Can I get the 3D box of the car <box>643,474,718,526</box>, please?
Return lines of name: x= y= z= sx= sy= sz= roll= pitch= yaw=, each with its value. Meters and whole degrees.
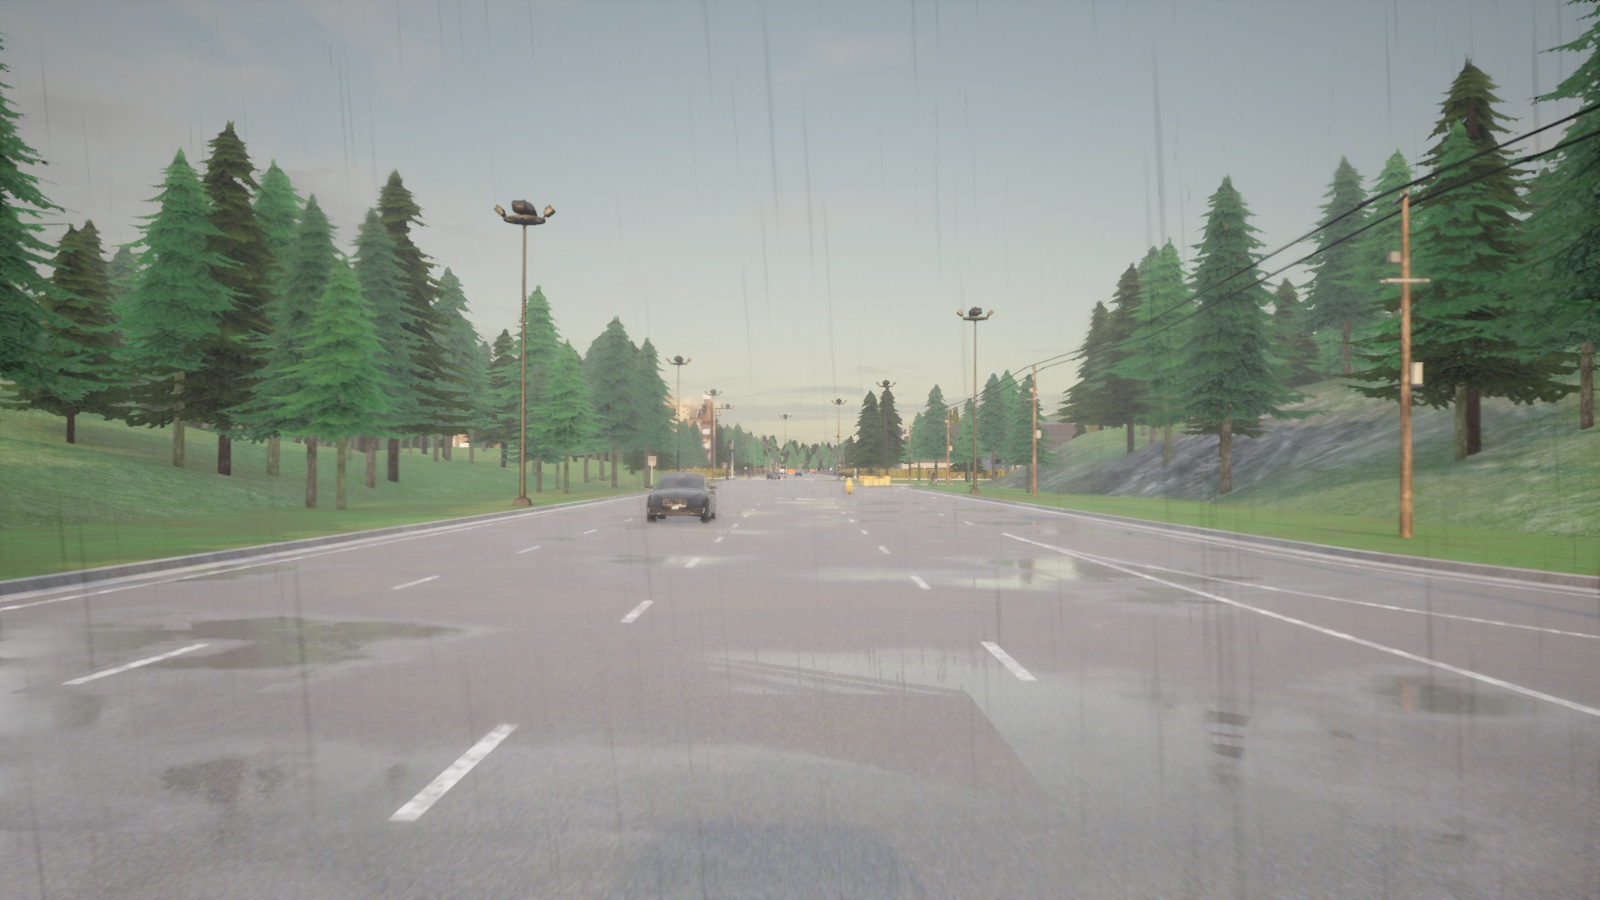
car: x=-3.594 y=1.479 z=38.562 sx=1.837 sy=1.490 sz=4.892 roll=0 pitch=-1 yaw=0
